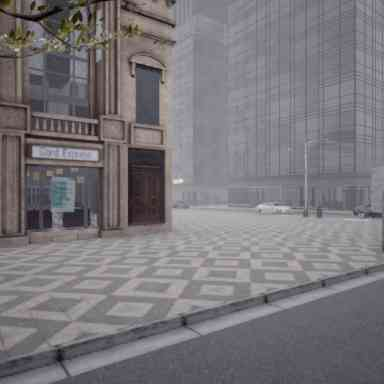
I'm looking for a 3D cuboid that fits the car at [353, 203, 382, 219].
[{"bbox_3d":[16.542,1.695,28.866,2.128,1.511,4.902,0,-1,-35],"label":"car"}]

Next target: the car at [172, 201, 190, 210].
[{"bbox_3d":[-2.244,2.205,54.876,1.837,1.490,4.892,0,-1,-36],"label":"car"}]

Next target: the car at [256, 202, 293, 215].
[{"bbox_3d":[9.452,1.914,38.652,1.812,1.442,4.674,0,-1,-36],"label":"car"}]
